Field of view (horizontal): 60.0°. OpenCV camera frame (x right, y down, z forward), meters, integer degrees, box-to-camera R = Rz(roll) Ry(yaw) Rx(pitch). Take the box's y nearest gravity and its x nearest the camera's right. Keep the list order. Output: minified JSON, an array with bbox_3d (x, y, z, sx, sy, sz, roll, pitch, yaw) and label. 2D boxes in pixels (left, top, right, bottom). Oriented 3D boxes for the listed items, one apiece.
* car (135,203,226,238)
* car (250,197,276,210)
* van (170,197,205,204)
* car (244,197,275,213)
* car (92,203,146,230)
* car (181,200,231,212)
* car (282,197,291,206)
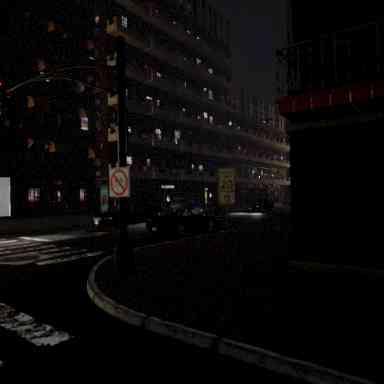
[{"bbox_3d":[-0.433,1.435,16.780,2.008,1.369,4.403,-1,-1,36],"label":"car"},{"bbox_3d":[9.428,1.431,43.993,1.967,1.590,4.097,-1,-1,36],"label":"car"},{"bbox_3d":[-0.330,1.365,30.425,1.690,1.788,3.998,-1,-1,36],"label":"van"},{"bbox_3d":[7.458,1.478,37.012,1.812,1.442,4.674,-1,-1,36],"label":"car"},{"bbox_3d":[-4.063,1.486,21.028,2.128,1.511,4.902,-1,-1,35],"label":"car"},{"bbox_3d":[1.404,1.574,28.608,1.895,1.301,4.718,-1,-1,36],"label":"car"},{"bbox_3d":[15.835,1.496,52.899,1.752,1.417,4.829,-1,-1,36],"label":"car"}]
